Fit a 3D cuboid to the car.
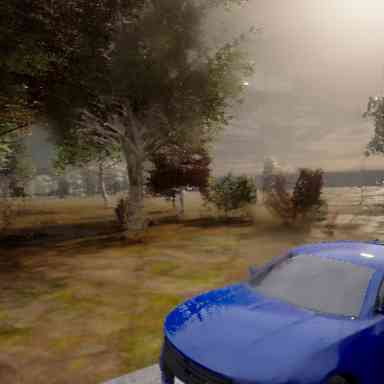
[{"bbox_3d":[1.974,1.451,4.351,5.008,1.535,1.882,0,1,-34],"label":"car"}]
